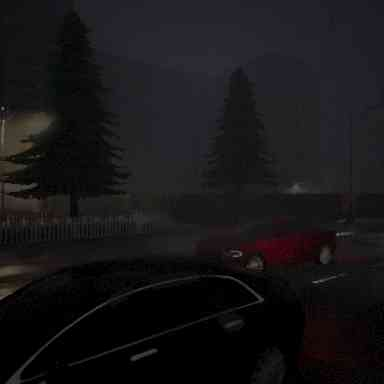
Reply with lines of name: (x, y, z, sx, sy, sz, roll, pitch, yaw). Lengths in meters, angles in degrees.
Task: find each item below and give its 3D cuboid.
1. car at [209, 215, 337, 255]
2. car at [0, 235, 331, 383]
car: (2.347, 1.477, 10.041, 5.008, 1.535, 1.882, 0, 0, -36)
car: (-0.848, 1.505, 3.379, 4.892, 1.490, 1.837, 0, 0, -36)
